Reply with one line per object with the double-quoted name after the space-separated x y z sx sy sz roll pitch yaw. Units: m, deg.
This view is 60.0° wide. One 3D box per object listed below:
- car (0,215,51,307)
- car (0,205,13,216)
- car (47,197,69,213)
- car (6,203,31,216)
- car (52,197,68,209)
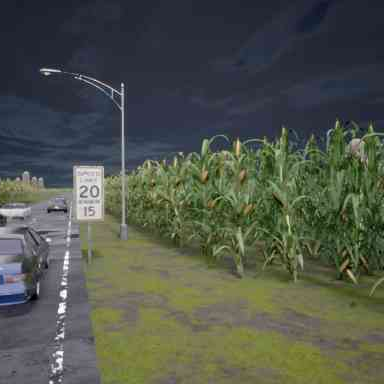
-4.506 1.548 7.909 2.033 1.411 5.357 0 0 -20 "car"
-10.818 1.583 17.058 1.994 1.385 4.181 0 0 -20 "car"
-14.656 1.542 36.339 1.994 1.385 4.181 0 0 -19 "car"
-14.372 1.612 26.978 1.895 1.301 4.718 0 0 -20 "car"
-18.102 1.469 45.788 1.837 1.490 4.892 0 0 -20 "car"
